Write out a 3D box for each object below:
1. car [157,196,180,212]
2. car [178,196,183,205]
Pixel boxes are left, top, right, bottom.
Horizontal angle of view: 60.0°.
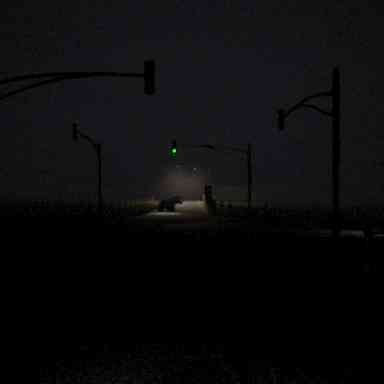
[{"bbox_3d":[-2.823,1.528,38.100,2.033,1.411,5.357,0,0,0],"label":"car"},{"bbox_3d":[-2.670,1.481,58.668,1.837,1.490,4.892,0,0,1],"label":"car"}]
